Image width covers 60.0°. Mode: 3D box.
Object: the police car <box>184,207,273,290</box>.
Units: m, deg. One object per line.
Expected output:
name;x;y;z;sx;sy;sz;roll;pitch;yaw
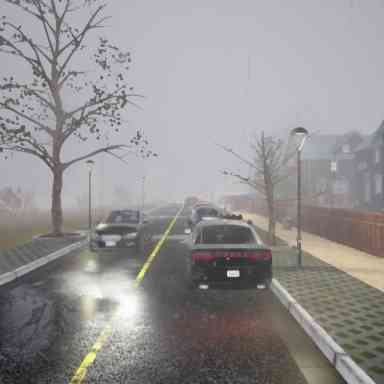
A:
police car;0.819;1.425;9.205;1.930;1.638;5.238;0;0;0

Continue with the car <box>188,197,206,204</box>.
car;0.807;1.459;25.285;1.801;1.575;5.366;0;0;0

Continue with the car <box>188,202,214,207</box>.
car;0.811;1.527;19.095;1.812;1.442;4.674;0;0;0

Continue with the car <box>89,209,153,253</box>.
car;-2.760;1.491;13.761;2.128;1.511;4.902;0;0;0

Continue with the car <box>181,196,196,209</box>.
car;-0.015;1.367;45.833;2.097;1.767;4.553;0;0;0

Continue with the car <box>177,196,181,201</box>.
car;-2.813;1.667;85.856;1.895;1.301;4.718;0;0;0

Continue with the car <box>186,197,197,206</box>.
car;-0.042;1.551;56.924;1.812;1.442;4.674;0;0;0
